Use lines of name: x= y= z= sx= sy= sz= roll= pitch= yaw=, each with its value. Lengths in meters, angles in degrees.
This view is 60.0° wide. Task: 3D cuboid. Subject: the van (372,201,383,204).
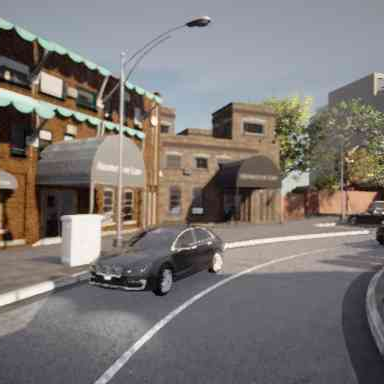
van: x=17.592 y=1.719 z=28.095 sx=1.878 sy=1.987 sz=4.442 roll=-2 pitch=-1 yaw=-24

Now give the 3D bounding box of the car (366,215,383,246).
car: x=11.255 y=1.985 z=16.815 sx=4.674 sy=1.442 sz=1.812 roll=0 pitch=-1 yaw=-28

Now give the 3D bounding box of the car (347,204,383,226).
car: x=14.986 y=2.021 z=27.065 sx=2.231 sy=1.521 sz=4.892 roll=-1 pitch=-1 yaw=-24

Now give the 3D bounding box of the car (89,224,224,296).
car: x=-0.679 y=1.698 z=9.357 sx=1.837 sy=1.490 sz=4.892 roll=-1 pitch=-3 yaw=29
